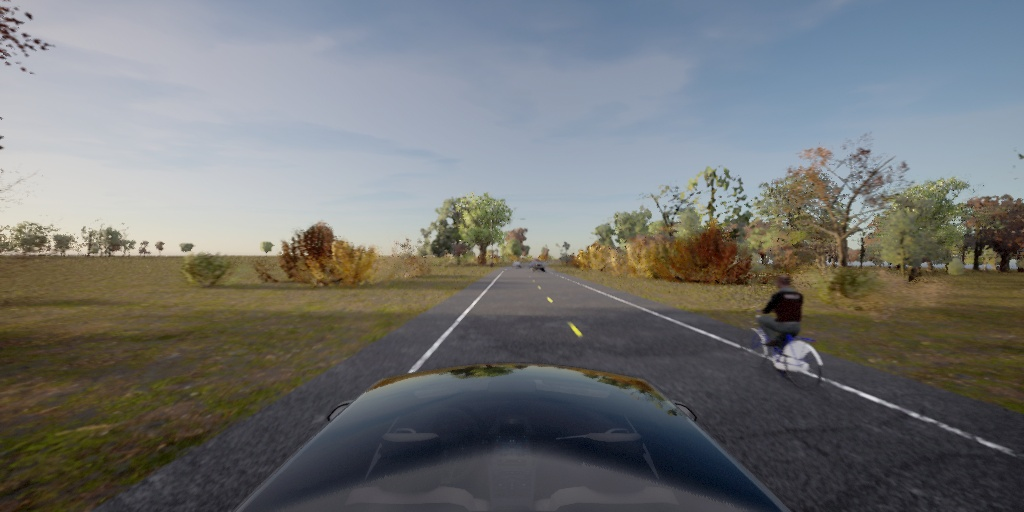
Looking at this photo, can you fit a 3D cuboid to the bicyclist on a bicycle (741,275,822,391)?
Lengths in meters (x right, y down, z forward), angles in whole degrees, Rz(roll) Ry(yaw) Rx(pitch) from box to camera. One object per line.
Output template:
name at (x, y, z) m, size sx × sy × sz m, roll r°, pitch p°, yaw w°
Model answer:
bicyclist on a bicycle at (4.479, 1.197, 6.117) m, size 0.659 × 1.776 × 1.843 m, roll 1°, pitch 0°, yaw 0°

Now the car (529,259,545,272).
car at (4.039, 1.674, 55.744) m, size 1.837 × 1.490 × 4.892 m, roll 1°, pitch 0°, yaw 1°
